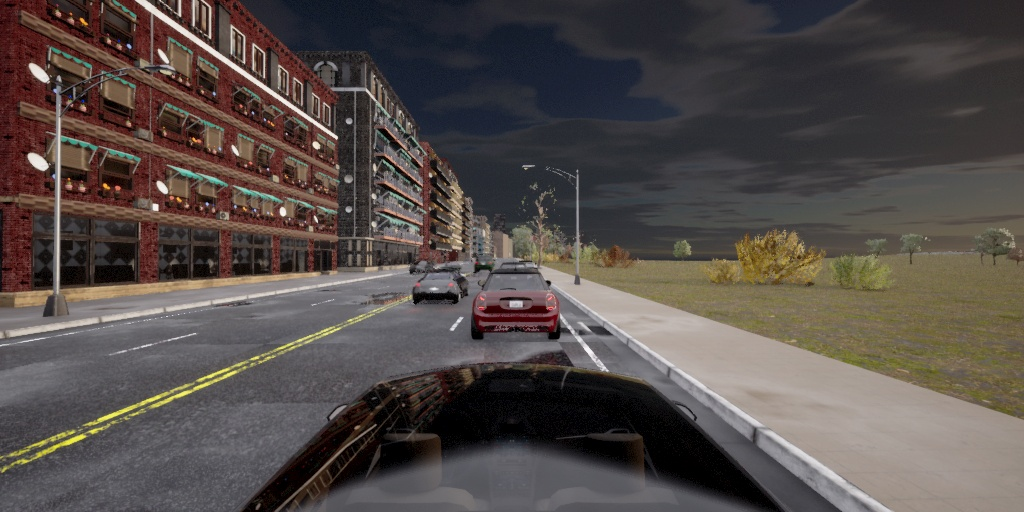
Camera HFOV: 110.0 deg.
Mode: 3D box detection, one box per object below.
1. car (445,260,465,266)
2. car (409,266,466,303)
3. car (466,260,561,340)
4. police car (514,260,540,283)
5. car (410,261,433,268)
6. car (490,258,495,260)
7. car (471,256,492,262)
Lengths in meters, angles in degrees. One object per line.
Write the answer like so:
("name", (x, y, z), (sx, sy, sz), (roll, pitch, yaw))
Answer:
("car", (-6.639, 1.354, 39.003), (1.895, 1.301, 4.718), (0, 0, 0))
("car", (-3.166, 1.316, 16.567), (1.994, 1.385, 4.181), (0, 0, 0))
("car", (0.083, 1.103, 10.179), (2.097, 1.767, 4.553), (0, 0, 0))
("police car", (1.109, 1.179, 29.446), (1.930, 1.638, 5.238), (0, 0, 0))
("car", (-9.889, 1.258, 39.406), (1.837, 1.490, 4.892), (0, 0, 0))
("car", (0.084, 1.105, 19.880), (2.097, 1.767, 4.553), (0, 0, 0))
("car", (-3.191, 0.972, 42.443), (2.150, 2.045, 5.566), (0, 0, 0))
